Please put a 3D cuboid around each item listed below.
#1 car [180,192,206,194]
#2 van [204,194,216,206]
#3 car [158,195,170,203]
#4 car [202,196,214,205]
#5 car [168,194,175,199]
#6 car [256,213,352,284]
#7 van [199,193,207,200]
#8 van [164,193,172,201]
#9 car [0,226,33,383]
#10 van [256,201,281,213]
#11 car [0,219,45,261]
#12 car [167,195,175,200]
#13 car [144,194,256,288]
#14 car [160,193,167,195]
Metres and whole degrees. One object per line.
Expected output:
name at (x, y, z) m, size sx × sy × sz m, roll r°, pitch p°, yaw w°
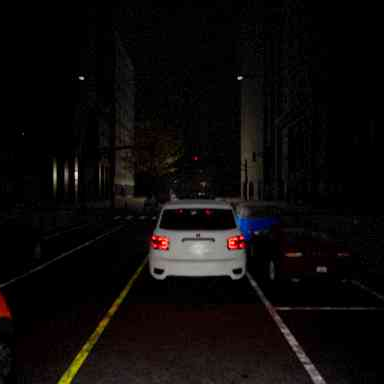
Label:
car at (0.105, 1.172, 19.682) m, size 2.150 × 2.045 × 5.566 m, roll 0°, pitch 0°, yaw 0°
van at (2.780, 1.224, 52.855) m, size 1.690 × 1.788 × 3.998 m, roll 0°, pitch 0°, yaw 0°
car at (-5.741, 1.408, 68.618) m, size 2.008 × 1.369 × 4.403 m, roll 0°, pitch 0°, yaw 0°
car at (2.781, 1.439, 58.268) m, size 1.947 × 1.339 × 4.313 m, roll 0°, pitch 0°, yaw 0°
car at (-5.734, 1.349, 94.893) m, size 1.752 × 1.417 × 4.829 m, roll 0°, pitch 0°, yaw 0°
car at (2.781, 1.520, 9.346) m, size 1.887 × 1.381 × 4.507 m, roll 0°, pitch 0°, yaw 0°
van at (2.789, 1.176, 85.334) m, size 1.690 × 1.788 × 3.998 m, roll 0°, pitch 0°, yaw 0°
van at (-5.738, 1.184, 79.195) m, size 1.690 × 1.788 × 3.998 m, roll 0°, pitch 0°, yaw 0°
car at (-3.083, 1.347, 1.900) m, size 2.097 × 1.767 × 4.553 m, roll 0°, pitch 0°, yaw 0°
van at (2.784, 1.303, 14.870) m, size 1.690 × 1.788 × 3.998 m, roll 0°, pitch 0°, yaw 0°
car at (-5.774, 1.520, 9.366) m, size 1.887 × 1.381 × 4.507 m, roll 0°, pitch 0°, yaw 0°
car at (-5.735, 1.396, 89.773) m, size 1.947 × 1.339 × 4.313 m, roll 0°, pitch 0°, yaw 0°
car at (0.112, 1.197, 9.320) m, size 2.150 × 2.045 × 5.566 m, roll 0°, pitch 0°, yaw 0°
car at (-5.744, 1.418, 58.040) m, size 1.887 × 1.381 × 4.507 m, roll 0°, pitch 0°, yaw 0°
